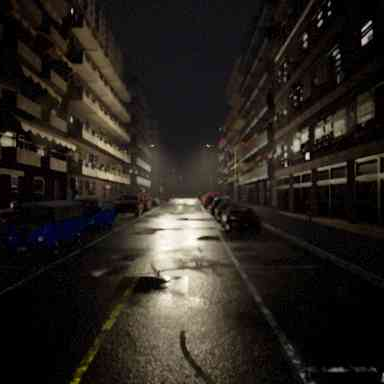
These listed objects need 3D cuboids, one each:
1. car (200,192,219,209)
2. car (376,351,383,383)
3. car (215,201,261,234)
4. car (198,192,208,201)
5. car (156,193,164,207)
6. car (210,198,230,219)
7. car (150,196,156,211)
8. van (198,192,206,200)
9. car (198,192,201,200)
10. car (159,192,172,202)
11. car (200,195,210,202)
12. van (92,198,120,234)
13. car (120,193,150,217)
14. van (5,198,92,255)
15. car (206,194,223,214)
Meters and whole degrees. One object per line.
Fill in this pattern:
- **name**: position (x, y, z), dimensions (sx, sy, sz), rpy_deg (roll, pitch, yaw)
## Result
- **car**: position (2.464, 1.041, 40.115), dimensions (2.192, 1.841, 5.009), rpy_deg (1, 0, 0)
- **car**: position (2.583, 1.538, 1.402), dimensions (2.008, 1.369, 4.403), rpy_deg (1, 0, 0)
- **car**: position (2.545, 1.410, 17.993), dimensions (1.887, 1.381, 4.507), rpy_deg (1, 0, 0)
- **car**: position (2.384, 0.884, 73.303), dimensions (2.192, 1.841, 5.009), rpy_deg (1, 0, 0)
- **car**: position (-5.401, 1.264, 45.689), dimensions (1.947, 1.339, 4.313), rpy_deg (1, 0, 0)
- **car**: position (2.532, 1.373, 23.523), dimensions (1.887, 1.381, 4.507), rpy_deg (1, 0, 0)
- **car**: position (-5.369, 1.078, 34.625), dimensions (2.192, 1.841, 5.009), rpy_deg (1, 0, 0)
- **van**: position (2.371, 0.891, 78.835), dimensions (1.690, 1.788, 3.998), rpy_deg (1, 0, 0)
- **car**: position (2.434, 1.106, 51.179), dimensions (1.967, 1.590, 4.097), rpy_deg (1, 0, 0)
- **car**: position (-5.435, 0.932, 62.277), dimensions (2.192, 1.841, 5.009), rpy_deg (1, 0, 0)
- **car**: position (2.405, 1.196, 62.242), dimensions (1.802, 1.307, 4.206), rpy_deg (1, 0, 0)
- **van**: position (-5.331, 1.210, 18.035), dimensions (1.690, 1.788, 3.998), rpy_deg (1, 0, 0)
- **car**: position (-5.356, 1.112, 29.095), dimensions (2.192, 1.841, 5.009), rpy_deg (1, 0, 0)
- **van**: position (-5.317, 1.248, 12.503), dimensions (1.690, 1.788, 3.998), rpy_deg (1, 0, 0)
- **car**: position (2.529, 1.234, 29.054), dimensions (1.967, 1.590, 4.097), rpy_deg (1, 0, 0)
